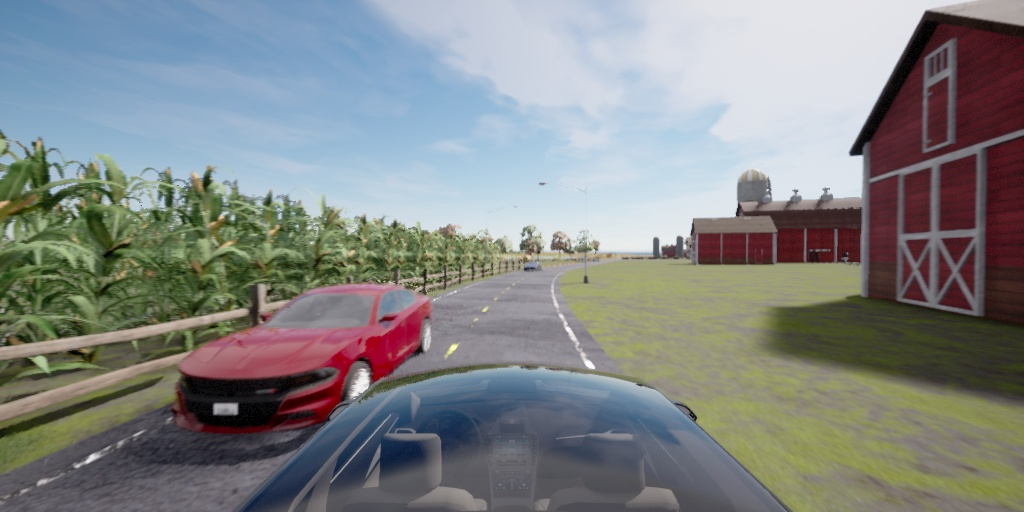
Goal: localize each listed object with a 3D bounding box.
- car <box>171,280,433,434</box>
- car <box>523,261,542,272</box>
[{"bbox_3d":[-2.728,1.228,5.995,1.882,1.535,5.008,0,0,2],"label":"car"},{"bbox_3d":[2.890,1.366,48.802,2.033,1.411,5.357,0,0,14],"label":"car"}]
